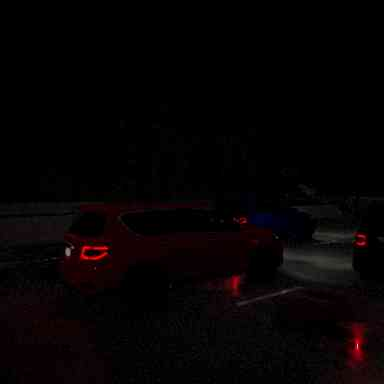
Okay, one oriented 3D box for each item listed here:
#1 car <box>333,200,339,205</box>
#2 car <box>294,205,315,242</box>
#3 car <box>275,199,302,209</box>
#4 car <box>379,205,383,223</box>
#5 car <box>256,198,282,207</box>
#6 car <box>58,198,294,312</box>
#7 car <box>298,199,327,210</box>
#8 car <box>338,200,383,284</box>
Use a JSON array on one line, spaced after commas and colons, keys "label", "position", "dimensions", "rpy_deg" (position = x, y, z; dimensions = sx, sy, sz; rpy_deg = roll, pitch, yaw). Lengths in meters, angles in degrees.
[{"label": "car", "position": [19.325, 1.783, 44.609], "dimensions": [2.033, 1.411, 5.357], "rpy_deg": [0, 0, 43]}, {"label": "car", "position": [3.299, 1.286, 15.135], "dimensions": [5.566, 2.045, 2.150], "rpy_deg": [0, 0, -39]}, {"label": "car", "position": [14.487, 1.744, 49.678], "dimensions": [1.837, 1.490, 4.892], "rpy_deg": [0, -1, 42]}, {"label": "car", "position": [17.072, 1.732, 27.212], "dimensions": [4.181, 1.385, 1.994], "rpy_deg": [0, 0, -43]}, {"label": "car", "position": [12.099, 1.628, 52.244], "dimensions": [1.895, 1.301, 4.718], "rpy_deg": [0, 0, 42]}, {"label": "car", "position": [-0.239, 1.248, 8.013], "dimensions": [5.566, 2.045, 2.150], "rpy_deg": [0, 0, -36]}, {"label": "car", "position": [17.279, 1.783, 47.538], "dimensions": [2.033, 1.411, 5.357], "rpy_deg": [0, 0, 42]}, {"label": "car", "position": [6.332, 1.279, 8.598], "dimensions": [5.566, 2.045, 2.150], "rpy_deg": [0, 0, -37]}]
